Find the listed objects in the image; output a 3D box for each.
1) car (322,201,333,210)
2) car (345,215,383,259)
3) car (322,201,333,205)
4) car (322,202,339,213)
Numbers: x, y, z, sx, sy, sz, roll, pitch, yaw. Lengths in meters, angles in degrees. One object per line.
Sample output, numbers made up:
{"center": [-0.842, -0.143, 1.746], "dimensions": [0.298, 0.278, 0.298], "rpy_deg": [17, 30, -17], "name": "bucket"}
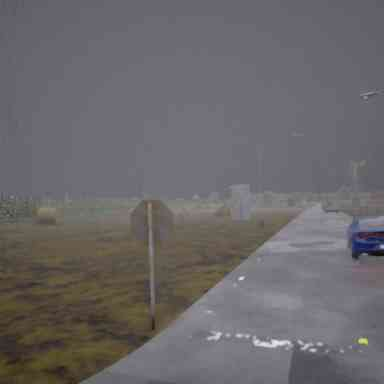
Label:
{"center": [31.926, 3.127, 78.418], "dimensions": [2.150, 2.045, 5.566], "rpy_deg": [-3, -3, 21], "name": "car"}
{"center": [7.249, 1.663, 13.165], "dimensions": [1.882, 1.535, 5.008], "rpy_deg": [-3, -2, 23], "name": "car"}
{"center": [28.135, 2.843, 68.444], "dimensions": [2.150, 2.045, 5.566], "rpy_deg": [-3, -3, 21], "name": "car"}
{"center": [23.622, 2.828, 56.253], "dimensions": [1.994, 1.385, 4.181], "rpy_deg": [-3, -2, 21], "name": "car"}
